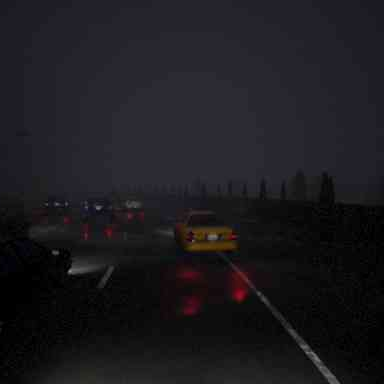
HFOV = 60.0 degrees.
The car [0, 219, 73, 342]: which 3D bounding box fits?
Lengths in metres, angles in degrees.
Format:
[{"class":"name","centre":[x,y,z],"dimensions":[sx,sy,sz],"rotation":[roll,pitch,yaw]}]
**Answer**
[{"class":"car","centre":[-3.743,1.504,5.927],"dimensions":[2.033,1.411,5.357],"rotation":[0,0,-4]}]

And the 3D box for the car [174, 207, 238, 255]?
[{"class":"car","centre":[0.320,1.344,12.768],"dimensions":[1.801,1.575,5.366],"rotation":[0,0,-7]}]

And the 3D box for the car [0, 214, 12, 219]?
[{"class":"car","centre":[-8.071,1.506,13.178],"dimensions":[1.895,1.301,4.718],"rotation":[0,0,-8]}]

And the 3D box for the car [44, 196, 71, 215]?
[{"class":"car","centre":[-12.355,1.116,30.772],"dimensions":[2.097,1.767,4.553],"rotation":[0,1,-18]}]

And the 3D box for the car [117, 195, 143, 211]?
[{"class":"car","centre":[-6.396,1.237,35.164],"dimensions":[1.812,1.442,4.674],"rotation":[0,1,-21]}]

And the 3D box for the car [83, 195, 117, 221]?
[{"class":"car","centre":[-7.023,1.151,25.152],"dimensions":[2.097,1.767,4.553],"rotation":[0,1,-15]}]
